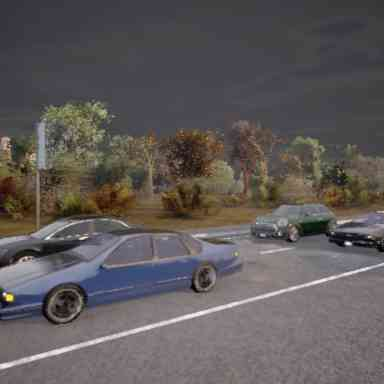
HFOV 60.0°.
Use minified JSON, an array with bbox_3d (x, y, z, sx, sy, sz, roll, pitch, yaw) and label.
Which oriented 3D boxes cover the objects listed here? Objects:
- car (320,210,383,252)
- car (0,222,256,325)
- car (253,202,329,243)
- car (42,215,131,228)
[{"bbox_3d":[7.929,1.507,13.825,5.357,1.411,2.033,0,0,-36],"label":"car"},{"bbox_3d":[-1.297,1.539,7.300,5.357,1.411,2.033,0,0,-35],"label":"car"},{"bbox_3d":[4.967,1.315,16.011,4.553,1.767,2.097,0,0,-36],"label":"car"},{"bbox_3d":[-3.480,1.498,10.039,4.892,1.490,1.837,0,0,-35],"label":"car"}]
